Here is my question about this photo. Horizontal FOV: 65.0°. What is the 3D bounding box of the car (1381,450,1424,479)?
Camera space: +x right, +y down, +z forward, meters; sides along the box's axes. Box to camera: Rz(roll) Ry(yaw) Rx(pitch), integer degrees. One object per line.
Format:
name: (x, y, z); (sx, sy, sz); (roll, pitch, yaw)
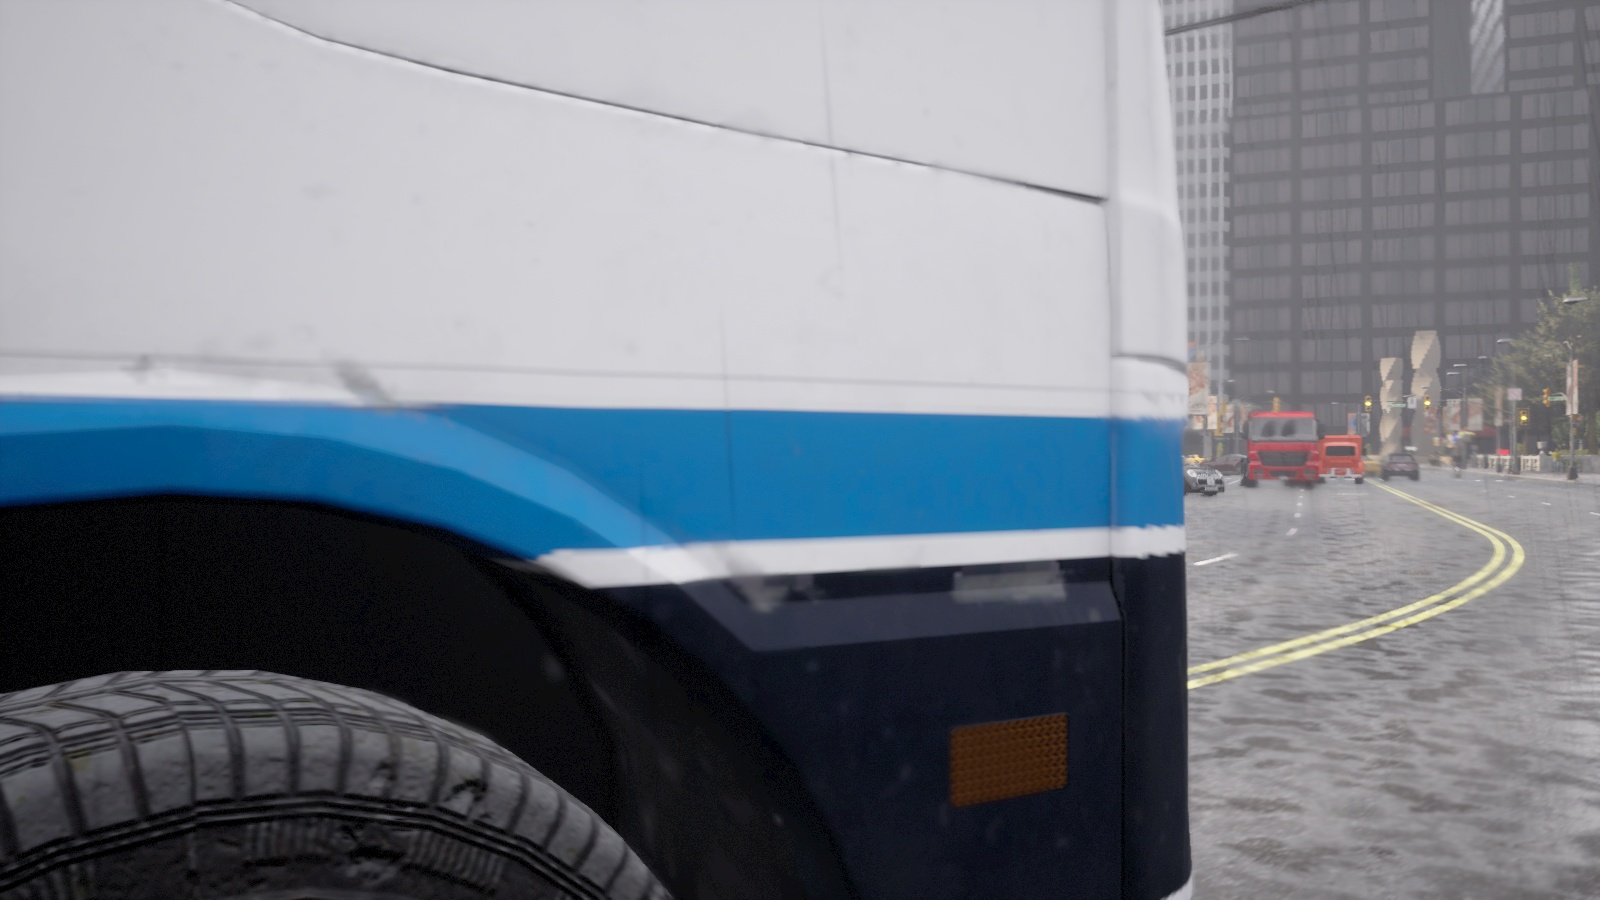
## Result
car: (35.565, 0.818, 74.222); (2.033, 1.649, 4.856); (0, 0, 22)

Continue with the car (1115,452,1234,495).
car: (13.490, 0.820, 45.408); (1.970, 1.475, 3.806); (0, 0, -29)

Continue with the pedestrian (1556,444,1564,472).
pedestrian: (51.175, 0.537, 84.598); (0.354, 1.836, 0.706); (0, 0, 23)

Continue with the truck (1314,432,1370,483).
truck: (28.612, 0.364, 66.424); (2.627, 2.467, 5.204); (0, 2, 22)

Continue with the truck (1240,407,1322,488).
truck: (22.045, -0.110, 57.943); (2.891, 3.462, 7.936); (0, 0, 16)

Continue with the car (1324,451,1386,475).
car: (37.871, 0.858, 85.828); (1.801, 1.575, 5.366); (0, 0, -1)

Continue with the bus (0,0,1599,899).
bus: (-3.907, -0.618, 0.879); (10.273, 4.253, 3.944); (0, 0, -30)
